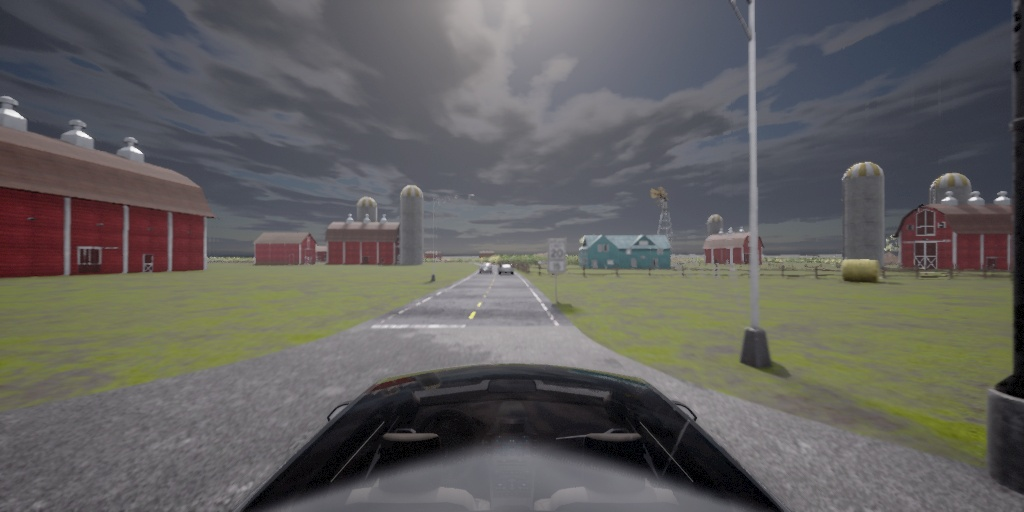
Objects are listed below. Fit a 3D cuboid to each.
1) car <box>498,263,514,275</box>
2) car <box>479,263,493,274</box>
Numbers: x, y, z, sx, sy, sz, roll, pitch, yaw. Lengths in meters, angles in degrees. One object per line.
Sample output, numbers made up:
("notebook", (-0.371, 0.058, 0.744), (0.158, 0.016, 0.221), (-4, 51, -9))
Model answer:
("car", (-0.744, 1.704, 46.214), (1.994, 1.385, 4.181), (0, -1, -2))
("car", (-3.680, 1.680, 50.757), (2.128, 1.511, 4.902), (0, -1, -2))
